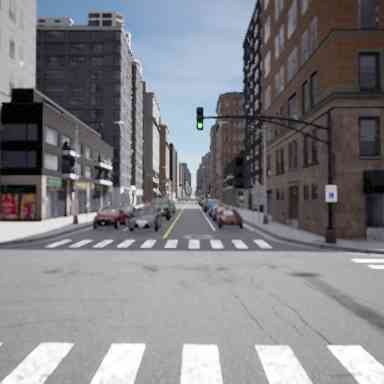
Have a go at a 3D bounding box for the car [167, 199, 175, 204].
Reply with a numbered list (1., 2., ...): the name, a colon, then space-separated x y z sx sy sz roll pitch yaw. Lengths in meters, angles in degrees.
1. car: -5.862 2.707 92.229 1.887 1.381 4.507 1 -1 0

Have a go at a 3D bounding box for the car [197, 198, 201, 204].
1. car: 2.667 2.439 69.535 1.947 1.339 4.313 1 -1 0

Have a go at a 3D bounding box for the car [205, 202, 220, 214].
1. car: 2.671 2.023 35.497 1.802 1.307 4.206 1 -1 0

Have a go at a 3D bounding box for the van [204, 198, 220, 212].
1. van: 2.673 1.854 41.173 1.690 1.788 3.998 1 -1 0

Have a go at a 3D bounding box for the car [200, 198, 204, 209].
1. car: 2.672 1.899 46.846 2.192 1.841 5.009 1 -1 0

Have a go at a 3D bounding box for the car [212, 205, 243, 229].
1. car: 2.673 1.882 24.151 1.802 1.307 4.206 1 -1 0

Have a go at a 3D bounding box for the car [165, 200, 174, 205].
1. car: -5.861 2.657 86.556 1.947 1.339 4.313 1 -1 0

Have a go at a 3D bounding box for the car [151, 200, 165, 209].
1. car: -5.856 2.170 58.195 1.967 1.590 4.097 1 -1 0

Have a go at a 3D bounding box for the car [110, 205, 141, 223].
1. car: -5.853 1.917 29.832 1.887 1.381 4.507 1 -1 0

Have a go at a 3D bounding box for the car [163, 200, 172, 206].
1. car: -5.861 2.585 80.884 1.947 1.339 4.313 1 -1 0

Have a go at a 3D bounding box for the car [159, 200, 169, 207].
1. car: -5.859 2.456 69.538 1.802 1.307 4.206 1 -1 0

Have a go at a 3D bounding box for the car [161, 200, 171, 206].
1. car: -5.859 2.498 75.211 2.008 1.369 4.403 1 -1 0

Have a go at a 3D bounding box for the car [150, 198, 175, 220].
1. car: -3.106 1.626 32.487 2.150 2.045 5.566 0 -1 0

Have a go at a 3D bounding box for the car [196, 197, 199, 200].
1. car: 2.667 2.333 80.884 2.192 1.841 5.009 1 -1 0

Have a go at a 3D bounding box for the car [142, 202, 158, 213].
1. car: -5.856 2.168 46.849 1.802 1.307 4.206 1 -1 0

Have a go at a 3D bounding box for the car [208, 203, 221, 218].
1. car: 2.672 1.953 29.824 1.802 1.307 4.206 1 -1 0

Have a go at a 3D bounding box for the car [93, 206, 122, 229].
1. car: -5.852 1.846 24.160 1.887 1.381 4.507 1 -1 0

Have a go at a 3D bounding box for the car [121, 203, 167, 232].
1. car: -3.082 1.773 22.564 2.128 1.511 4.902 0 -1 -1

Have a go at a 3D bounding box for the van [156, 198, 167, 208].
1. van: -5.856 2.143 63.869 1.690 1.788 3.998 1 -1 0

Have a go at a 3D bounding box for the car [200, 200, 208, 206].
1. car: 2.666 2.473 75.378 1.752 1.417 4.829 1 -1 0
